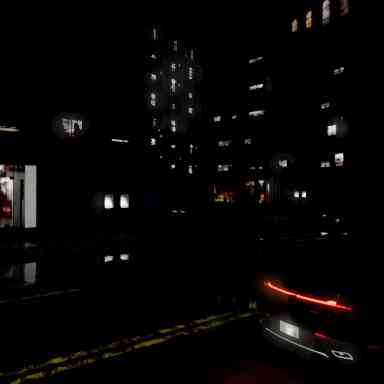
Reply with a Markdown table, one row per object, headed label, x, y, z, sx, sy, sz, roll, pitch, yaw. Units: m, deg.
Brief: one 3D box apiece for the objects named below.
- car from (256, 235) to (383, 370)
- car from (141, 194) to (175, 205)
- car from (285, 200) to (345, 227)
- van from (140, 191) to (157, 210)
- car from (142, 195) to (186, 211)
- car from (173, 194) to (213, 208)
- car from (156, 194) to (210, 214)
| label | x | y | z | sx | sy | sz | roll | pitch | yaw |
| --- | --- | --- | --- | --- | --- | --- | --- | --- | --- |
| car | 3.237 | 1.507 | 5.621 | 4.892 | 1.490 | 1.837 | 0 | 0 | -35 |
| car | -4.359 | 0.962 | 42.548 | 4.206 | 1.307 | 1.802 | 1 | 0 | 37 |
| car | 8.153 | 1.345 | 22.424 | 2.128 | 1.511 | 4.902 | 1 | 2 | -16 |
| van | -5.010 | 0.817 | 32.552 | 3.998 | 1.788 | 1.690 | 1 | 0 | 37 |
| car | -2.928 | 1.057 | 34.203 | 4.181 | 1.385 | 1.994 | 2 | 1 | 37 |
| car | 0.054 | 1.042 | 39.223 | 4.403 | 1.369 | 2.008 | 1 | 0 | 37 |
| car | -0.603 | 1.138 | 29.225 | 4.403 | 1.369 | 2.008 | 1 | 0 | 37 |
